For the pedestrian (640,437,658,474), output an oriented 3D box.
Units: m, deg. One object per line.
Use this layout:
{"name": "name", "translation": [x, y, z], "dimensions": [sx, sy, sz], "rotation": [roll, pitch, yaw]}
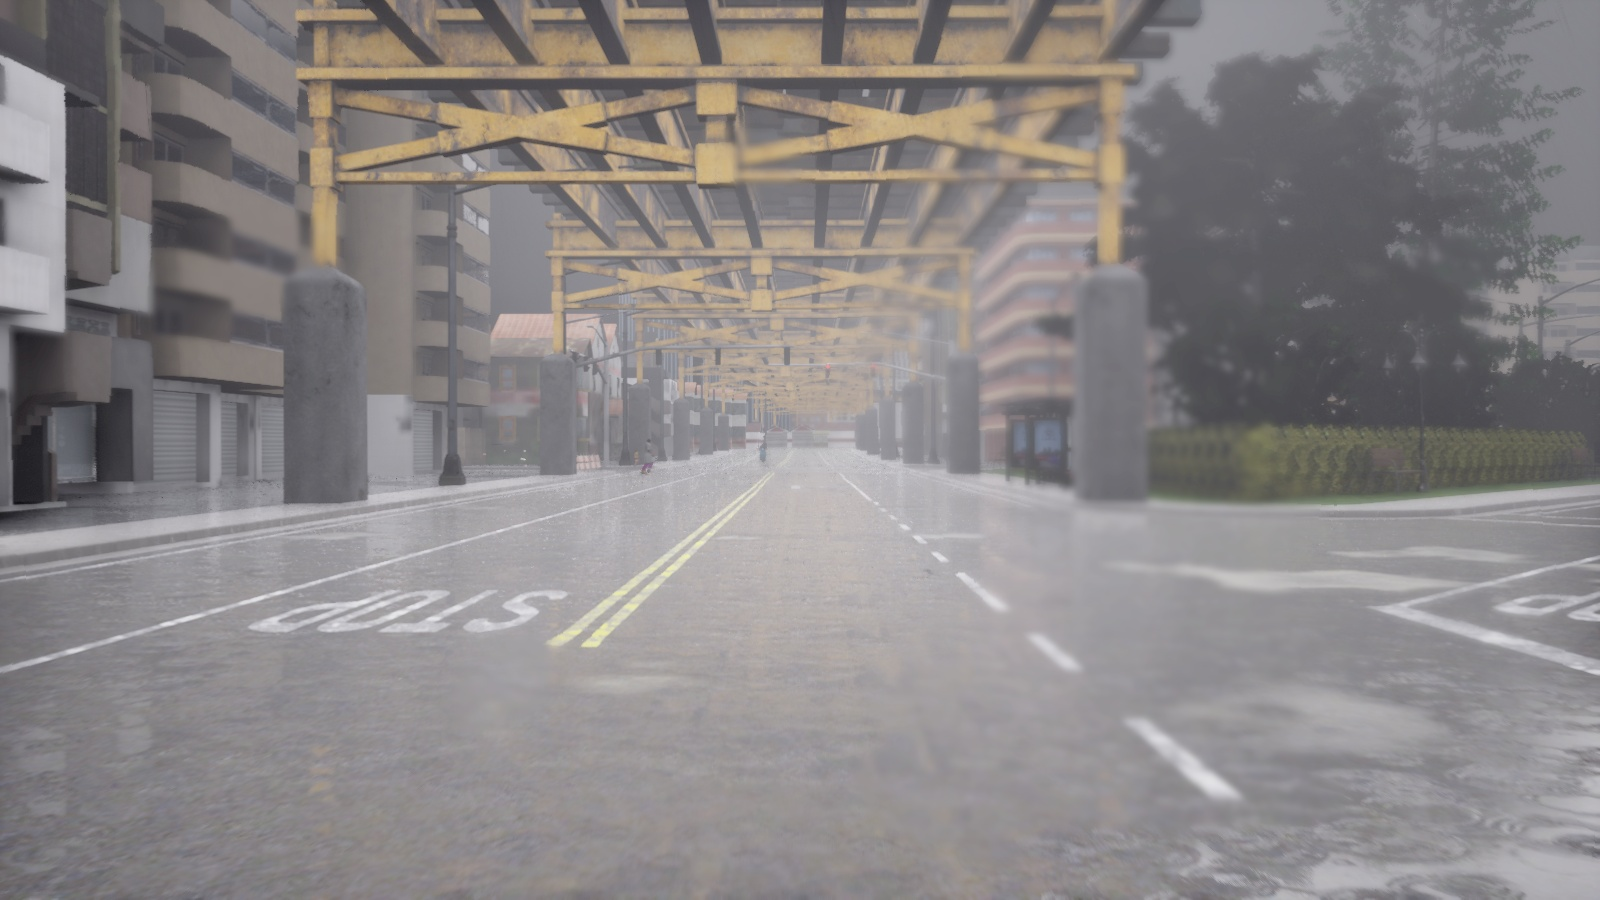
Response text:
{"name": "pedestrian", "translation": [-7.858, 0.284, 65.291], "dimensions": [0.873, 1.952, 0.659], "rotation": [0, 0, 0]}
